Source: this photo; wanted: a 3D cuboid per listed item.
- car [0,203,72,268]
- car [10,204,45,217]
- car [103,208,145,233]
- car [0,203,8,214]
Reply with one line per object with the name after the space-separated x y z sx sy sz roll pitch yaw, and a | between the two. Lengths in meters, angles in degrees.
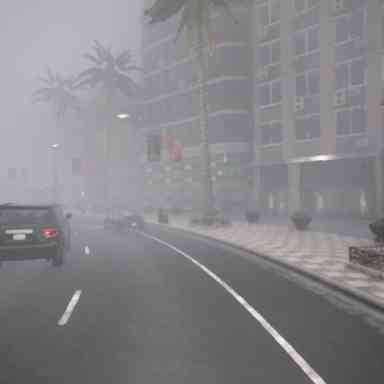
-5.621 1.391 11.912 2.150 2.045 5.566 0 -1 -17 | car
-19.564 2.131 39.494 4.181 1.385 1.994 -1 -1 37 | car
-4.431 1.775 21.576 1.812 1.442 4.674 0 -1 -27 | car
-27.193 2.229 46.035 4.674 1.442 1.812 -1 -1 44 | car
